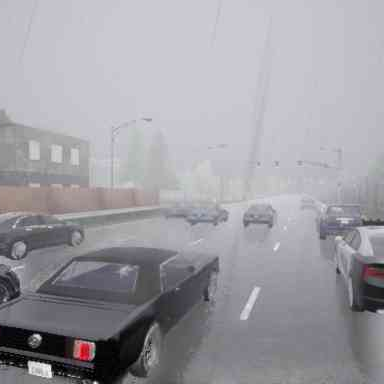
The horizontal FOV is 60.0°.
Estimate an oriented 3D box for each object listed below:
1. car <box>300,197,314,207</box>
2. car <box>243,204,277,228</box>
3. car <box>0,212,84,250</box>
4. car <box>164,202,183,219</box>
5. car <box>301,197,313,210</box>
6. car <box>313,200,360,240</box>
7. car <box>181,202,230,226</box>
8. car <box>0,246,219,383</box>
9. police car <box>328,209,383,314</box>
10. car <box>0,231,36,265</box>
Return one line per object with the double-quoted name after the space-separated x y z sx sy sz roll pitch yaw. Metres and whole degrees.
18.398 1.547 53.152 2.033 1.411 5.357 0 0 18 "car"
4.692 1.547 22.568 2.033 1.411 5.357 0 0 18 "car"
-6.042 1.503 12.418 1.837 1.490 4.892 0 0 18 "car"
-0.780 1.564 28.312 1.994 1.385 4.181 0 0 18 "car"
14.653 1.601 41.762 1.895 1.301 4.718 0 0 19 "car"
7.488 1.351 16.854 2.097 1.767 4.553 0 0 18 "car"
1.266 1.547 23.355 2.033 1.411 5.357 0 0 18 "car"
-0.913 1.601 5.639 1.895 1.301 4.718 0 0 18 "car"
4.389 1.425 7.494 1.930 1.638 5.238 0 0 18 "police car"
-4.802 1.564 5.027 1.994 1.385 4.181 0 0 18 "car"
